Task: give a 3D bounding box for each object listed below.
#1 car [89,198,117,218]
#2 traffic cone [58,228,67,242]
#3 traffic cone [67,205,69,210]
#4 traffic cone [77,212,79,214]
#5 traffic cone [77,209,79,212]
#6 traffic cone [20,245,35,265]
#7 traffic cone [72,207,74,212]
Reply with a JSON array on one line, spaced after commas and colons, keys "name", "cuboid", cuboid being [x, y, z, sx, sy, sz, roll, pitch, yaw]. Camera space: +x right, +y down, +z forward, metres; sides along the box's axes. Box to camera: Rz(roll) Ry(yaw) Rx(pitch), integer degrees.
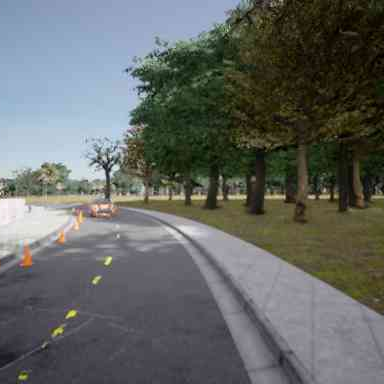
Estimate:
[{"name": "car", "cuboid": [-8.089, 1.339, 30.030, 2.097, 1.767, 4.553, 0, 0, -21]}, {"name": "traffic cone", "cuboid": [-5.912, 1.954, 15.194, 0.340, 0.580, 0.340, 0, 0, -11]}, {"name": "traffic cone", "cuboid": [-15.879, 1.976, 42.486, 0.340, 0.580, 0.340, 0, 0, -29]}, {"name": "traffic cone", "cuboid": [-8.228, 1.951, 24.637, 0.340, 0.580, 0.340, 0, 0, -17]}, {"name": "traffic cone", "cuboid": [-9.771, 1.953, 29.250, 0.340, 0.580, 0.340, 0, 0, -20]}, {"name": "traffic cone", "cuboid": [-5.145, 1.958, 10.390, 0.340, 0.580, 0.340, 0, 0, -8]}, {"name": "traffic cone", "cuboid": [-13.602, 1.965, 38.188, 0.340, 0.580, 0.340, 0, 0, -26]}]
